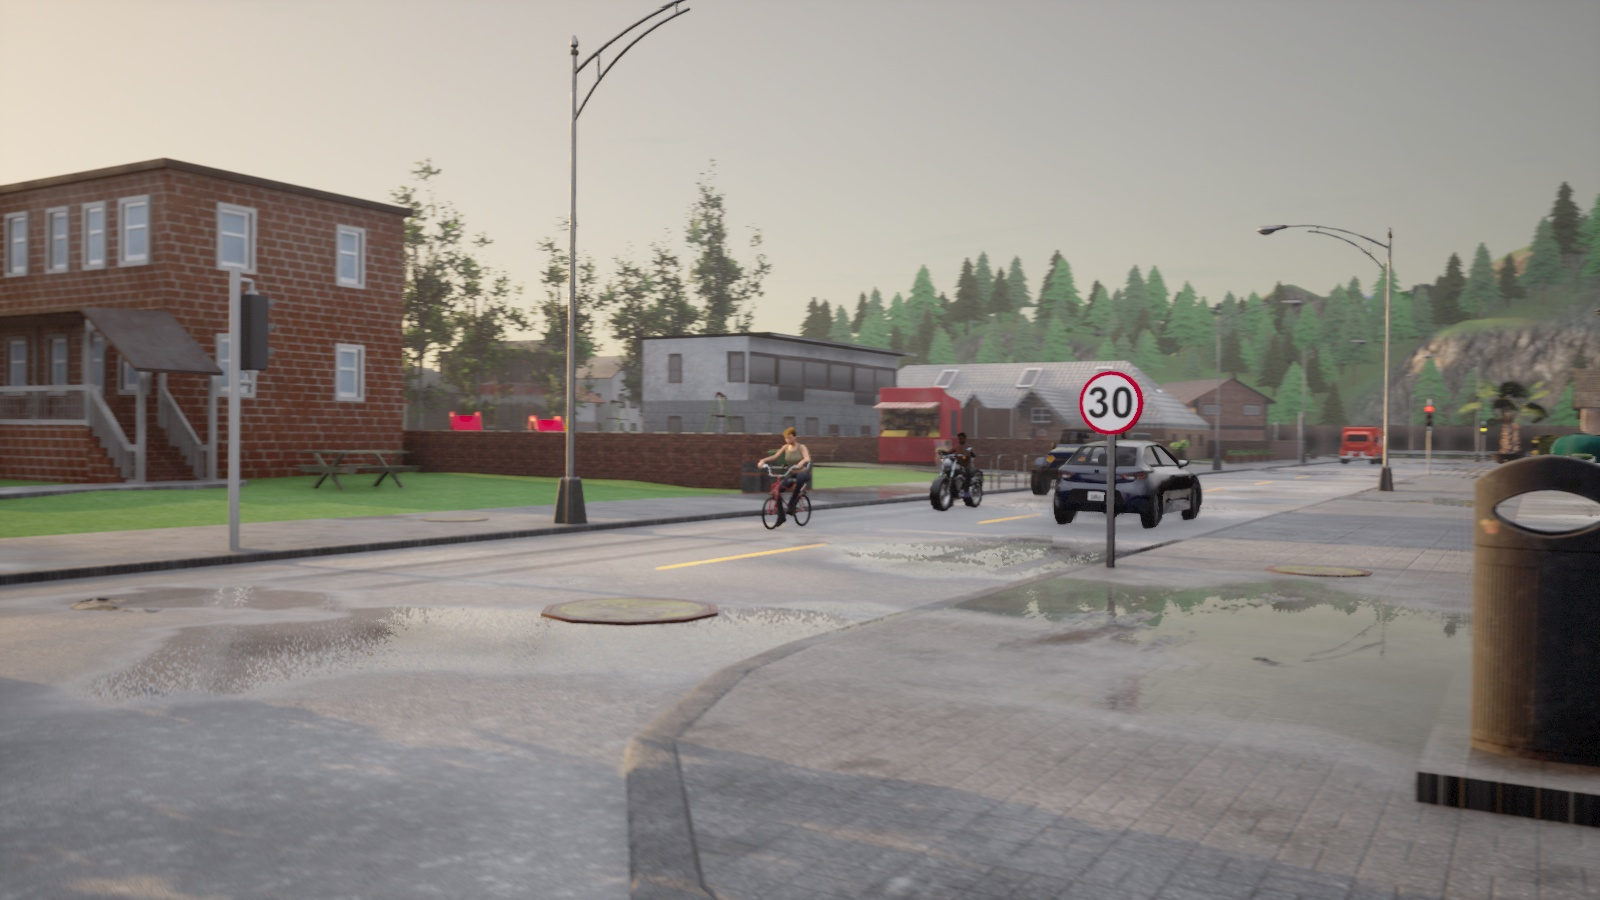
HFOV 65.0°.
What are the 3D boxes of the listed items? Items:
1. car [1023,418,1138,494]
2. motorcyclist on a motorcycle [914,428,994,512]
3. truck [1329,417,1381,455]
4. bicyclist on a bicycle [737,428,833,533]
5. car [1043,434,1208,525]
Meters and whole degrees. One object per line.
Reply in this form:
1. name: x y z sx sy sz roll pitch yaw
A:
1. car: 7.478 0.116 33.247 1.905 1.878 3.866 0 1 30
2. motorcyclist on a motorcycle: 3.209 0.380 25.911 0.766 1.649 2.350 0 1 30
3. truck: 37.594 -0.941 84.985 2.627 2.467 5.204 0 1 30
4. bicyclist on a bicycle: -0.219 0.454 20.005 0.866 1.612 1.509 0 1 30
5. car: 5.987 0.458 22.731 1.816 1.474 4.193 0 1 30
